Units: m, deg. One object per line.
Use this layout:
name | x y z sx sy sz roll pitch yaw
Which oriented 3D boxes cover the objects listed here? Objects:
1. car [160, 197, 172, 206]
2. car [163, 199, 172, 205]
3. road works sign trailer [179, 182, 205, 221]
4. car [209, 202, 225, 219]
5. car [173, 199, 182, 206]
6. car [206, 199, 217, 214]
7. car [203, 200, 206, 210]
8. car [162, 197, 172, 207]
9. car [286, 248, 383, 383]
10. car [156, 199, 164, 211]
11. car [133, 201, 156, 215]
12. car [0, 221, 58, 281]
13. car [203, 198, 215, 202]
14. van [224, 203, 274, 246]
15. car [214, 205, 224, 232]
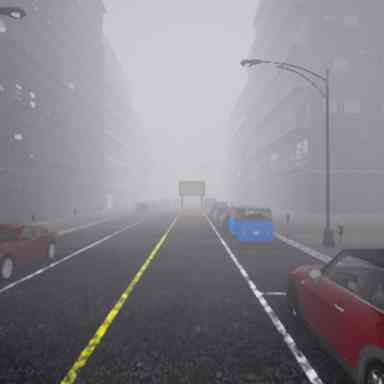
car | -5.671 2.015 72.228 2.192 1.841 5.009 0 -1 0
car | -5.672 2.334 77.862 1.802 1.307 4.206 0 -1 0
road works sign trailer | 0.007 0.770 30.910 2.380 3.560 2.880 0 -1 0
car | 2.698 1.814 27.130 1.887 1.381 4.507 0 -1 0
car | -2.985 2.210 71.010 1.812 1.442 4.674 0 -1 0
car | 2.699 1.764 32.768 1.967 1.590 4.097 0 -1 0
car | 2.701 1.929 38.402 2.008 1.369 4.403 0 -1 0
car | -5.674 2.087 66.590 1.967 1.590 4.097 0 -1 0
car | 2.693 1.487 4.587 1.967 1.590 4.097 0 -1 0
car | -5.678 2.010 49.510 1.752 1.417 4.829 0 -1 0
car | -5.680 1.945 38.407 1.947 1.339 4.313 0 -1 0
car | -5.687 1.647 10.227 1.887 1.381 4.507 0 -1 0
car | 2.704 1.801 49.677 2.192 1.841 5.009 0 -1 0
van | 2.696 1.499 15.860 1.690 1.788 3.998 0 -1 0
car | 2.696 1.780 21.494 1.947 1.339 4.313 0 -1 0
